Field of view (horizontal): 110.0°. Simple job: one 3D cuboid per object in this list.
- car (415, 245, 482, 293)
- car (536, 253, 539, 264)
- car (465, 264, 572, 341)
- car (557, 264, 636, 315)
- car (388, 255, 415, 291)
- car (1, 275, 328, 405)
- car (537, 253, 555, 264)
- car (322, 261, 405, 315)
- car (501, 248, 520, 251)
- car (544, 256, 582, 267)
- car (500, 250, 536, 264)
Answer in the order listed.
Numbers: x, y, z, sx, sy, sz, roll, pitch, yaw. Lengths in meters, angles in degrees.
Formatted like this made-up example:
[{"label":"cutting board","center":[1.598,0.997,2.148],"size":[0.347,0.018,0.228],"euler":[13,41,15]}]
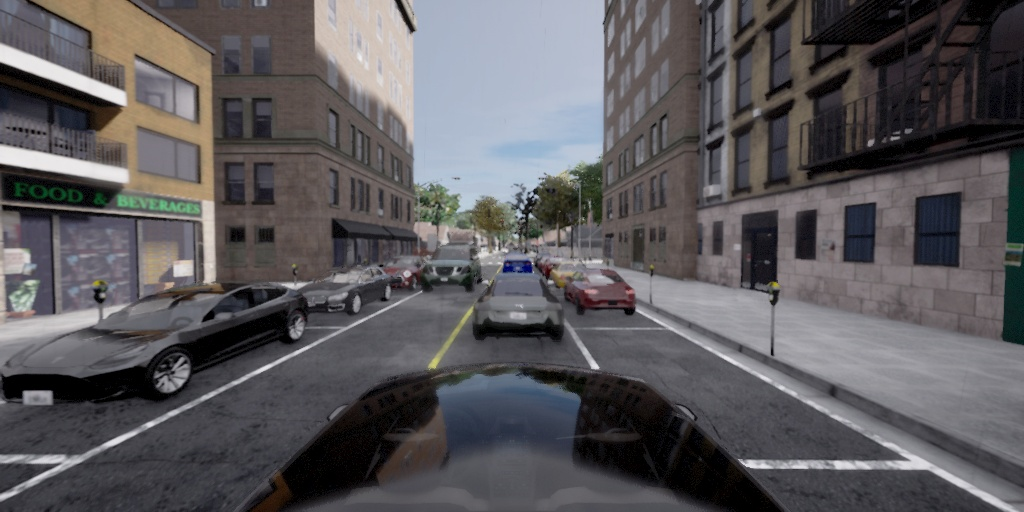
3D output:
[{"label":"car","center":[-2.710,0.510,17.228],"size":[2.150,2.045,5.566],"euler":[0,2,1]},{"label":"car","center":[2.888,0.560,28.243],"size":[1.802,1.307,4.207],"euler":[0,0,1]},{"label":"car","center":[0.151,1.095,9.123],"size":[1.994,1.385,4.181],"euler":[0,2,1]},{"label":"car","center":[2.719,1.041,11.696],"size":[1.802,1.307,4.207],"euler":[0,0,1]},{"label":"car","center":[-5.249,0.724,17.290],"size":[1.967,1.591,4.097],"euler":[0,0,1]},{"label":"car","center":[-5.362,1.173,6.258],"size":[1.948,1.339,4.313],"euler":[0,0,1]},{"label":"car","center":[2.832,0.683,22.727],"size":[1.888,1.381,4.507],"euler":[0,0,1]},{"label":"car","center":[-5.306,0.995,11.774],"size":[2.007,1.370,4.403],"euler":[0,0,1]},{"label":"car","center":[0.326,0.121,35.331],"size":[2.097,1.767,4.553],"euler":[0,2,1]},{"label":"car","center":[2.777,0.823,17.382],"size":[1.751,1.417,4.829],"euler":[0,0,1]},{"label":"car","center":[0.301,0.558,24.587],"size":[1.882,1.535,5.008],"euler":[0,1,-1]}]
